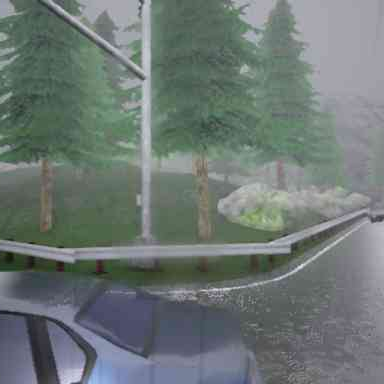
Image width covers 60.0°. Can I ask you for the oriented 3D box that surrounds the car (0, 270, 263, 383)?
[{"bbox_3d":[-2.036,1.546,3.159,5.357,1.411,2.033,0,1,1],"label":"car"}]

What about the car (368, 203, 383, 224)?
[{"bbox_3d":[14.097,1.545,24.567,2.033,1.411,5.357,0,0,27],"label":"car"}]
